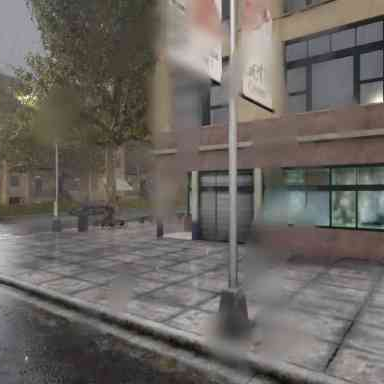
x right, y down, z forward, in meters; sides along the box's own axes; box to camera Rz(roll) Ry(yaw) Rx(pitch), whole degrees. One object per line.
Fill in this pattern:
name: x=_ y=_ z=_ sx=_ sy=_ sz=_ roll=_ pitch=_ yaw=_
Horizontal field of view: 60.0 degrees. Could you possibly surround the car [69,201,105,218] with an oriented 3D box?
car: x=-9.062 y=1.564 z=30.407 sx=1.994 sy=1.385 sz=4.181 roll=0 pitch=0 yaw=36
